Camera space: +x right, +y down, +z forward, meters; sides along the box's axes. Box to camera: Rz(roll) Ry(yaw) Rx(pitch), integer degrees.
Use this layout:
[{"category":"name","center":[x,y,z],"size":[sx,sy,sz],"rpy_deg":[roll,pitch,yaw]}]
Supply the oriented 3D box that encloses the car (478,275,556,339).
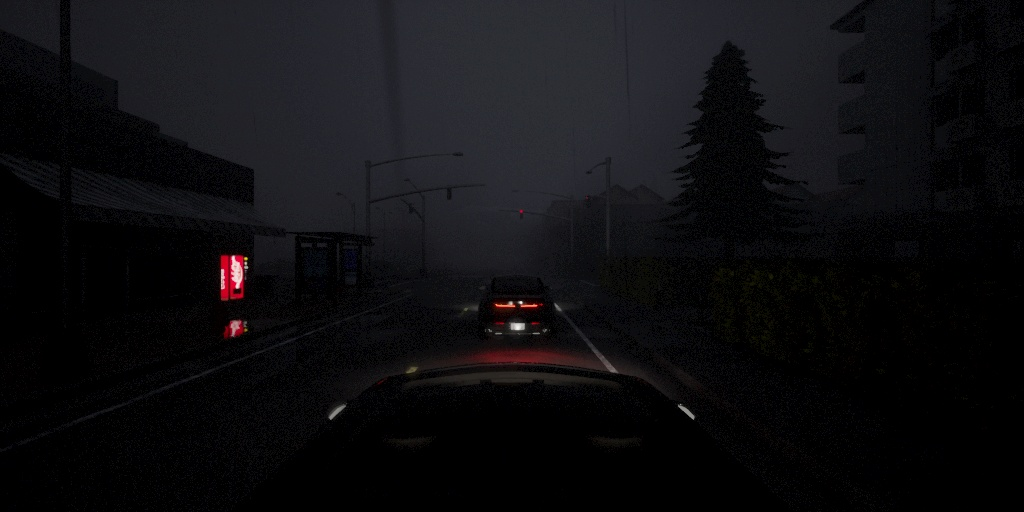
[{"category":"car","center":[0.118,1.255,10.050],"size":[1.837,1.490,4.892],"rpy_deg":[0,0,0]}]
